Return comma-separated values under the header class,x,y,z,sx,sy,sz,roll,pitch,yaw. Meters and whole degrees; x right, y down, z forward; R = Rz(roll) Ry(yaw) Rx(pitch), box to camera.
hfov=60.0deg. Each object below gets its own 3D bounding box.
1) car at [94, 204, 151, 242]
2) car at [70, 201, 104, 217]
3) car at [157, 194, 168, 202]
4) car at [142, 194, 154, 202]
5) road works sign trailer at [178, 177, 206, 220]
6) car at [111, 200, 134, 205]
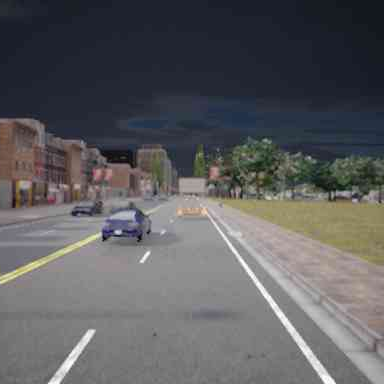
class,x,y,z,sx,sy,sz,roll,pitch,yaw
car,-3.146,1.544,16.493,1.812,1.442,4.674,0,0,0
car,-9.841,1.579,31.753,2.033,1.411,5.357,0,0,0
car,-6.488,1.321,74.133,2.097,1.767,4.553,0,0,0
car,-9.738,1.321,74.133,2.097,1.767,4.553,0,0,0
road works sign trailer,0.005,0.494,28.479,2.380,3.560,2.880,0,0,0
car,-6.589,1.510,31.906,1.882,1.535,5.008,0,0,0
